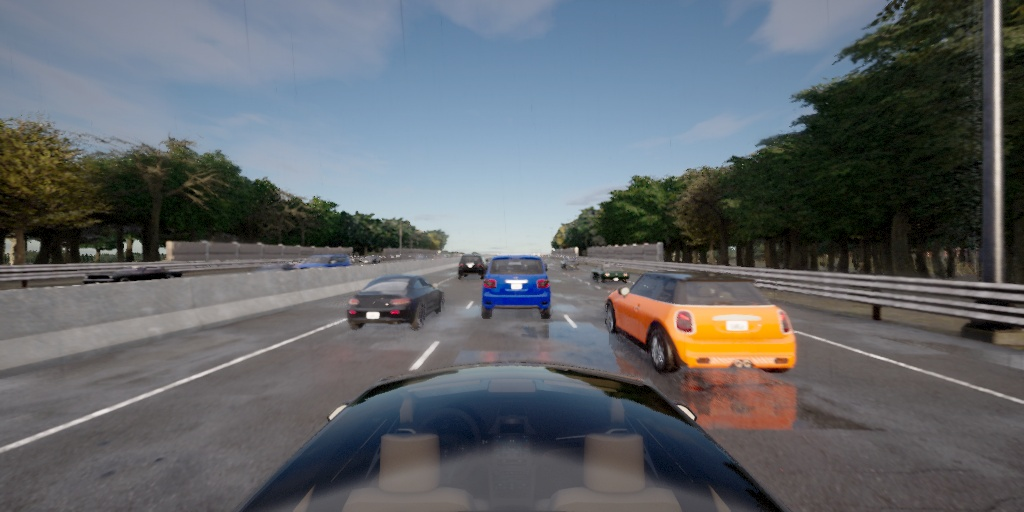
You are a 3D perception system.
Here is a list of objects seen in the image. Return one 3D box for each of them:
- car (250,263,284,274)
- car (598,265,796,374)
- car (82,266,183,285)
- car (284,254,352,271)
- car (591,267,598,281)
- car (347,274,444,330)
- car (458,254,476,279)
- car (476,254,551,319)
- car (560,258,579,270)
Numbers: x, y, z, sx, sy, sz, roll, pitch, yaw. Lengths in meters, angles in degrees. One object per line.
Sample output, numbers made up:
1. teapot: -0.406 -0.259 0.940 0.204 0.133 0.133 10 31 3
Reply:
1. car: -17.493 1.239 26.769 1.994 1.385 4.181 0 0 0
2. car: 3.519 1.106 7.718 2.097 1.767 4.553 0 0 0
3. car: -24.388 1.298 23.288 1.895 1.301 4.718 0 0 -1
4. car: -13.996 0.897 26.791 2.150 2.045 5.566 0 0 0
5. car: 7.089 1.282 26.431 1.895 1.301 4.718 0 0 2
6. car: -3.364 1.273 11.001 1.812 1.442 4.674 0 0 0
7. car: -3.279 0.865 30.893 2.150 2.045 5.566 0 1 0
8. car: 0.143 0.966 12.987 2.150 2.045 5.566 0 0 0
9. car: 7.274 0.984 45.489 2.128 1.511 4.902 0 1 0
